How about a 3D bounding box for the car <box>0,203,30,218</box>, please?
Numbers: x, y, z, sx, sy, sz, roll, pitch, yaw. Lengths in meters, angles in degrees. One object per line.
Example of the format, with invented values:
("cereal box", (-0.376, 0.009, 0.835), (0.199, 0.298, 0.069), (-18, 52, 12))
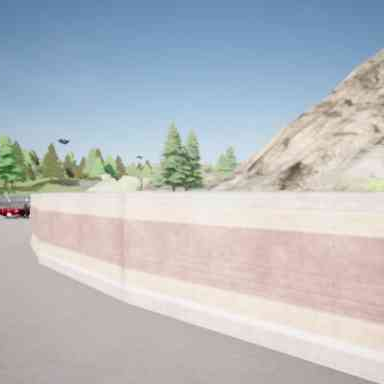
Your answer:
("car", (-15.886, 1.702, 31.361), (1.895, 1.301, 4.718), (0, 0, 1))
